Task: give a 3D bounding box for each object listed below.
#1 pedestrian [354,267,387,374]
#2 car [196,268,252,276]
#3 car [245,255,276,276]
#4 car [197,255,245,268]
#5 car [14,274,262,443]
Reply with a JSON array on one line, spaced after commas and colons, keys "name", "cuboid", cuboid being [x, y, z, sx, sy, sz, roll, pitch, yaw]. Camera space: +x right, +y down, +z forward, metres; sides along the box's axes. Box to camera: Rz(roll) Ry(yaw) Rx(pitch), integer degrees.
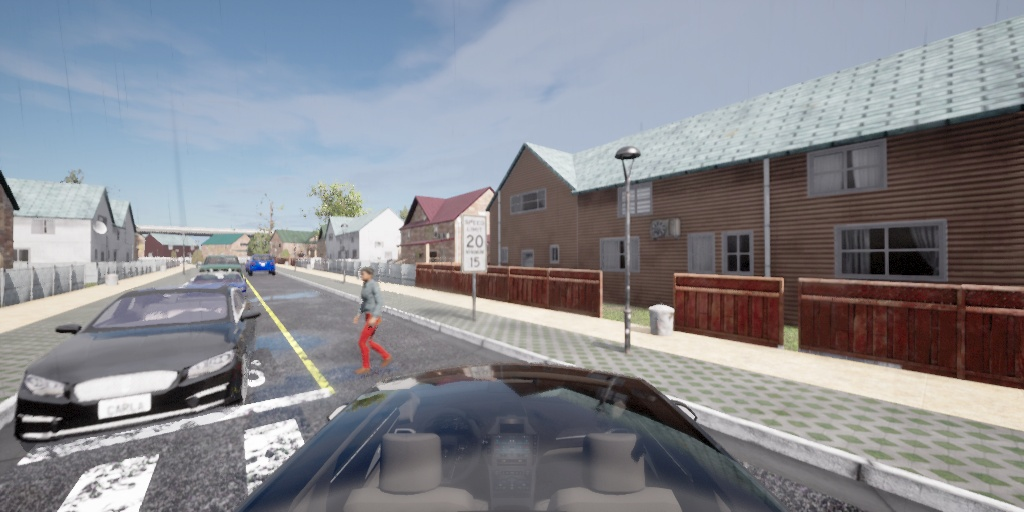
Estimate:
[{"name": "pedestrian", "cuboid": [-2.446, 1.039, 6.130, 0.375, 1.860, 0.375, 1, -1, -38]}, {"name": "car", "cuboid": [-12.295, 1.335, 15.031, 1.895, 1.301, 4.718, 0, 0, -38]}, {"name": "car", "cuboid": [-25.528, 0.918, 36.484, 2.150, 2.045, 5.566, 0, 0, -38]}, {"name": "car", "cuboid": [-19.377, 0.942, 23.987, 2.150, 2.045, 5.566, 0, 0, -37]}, {"name": "car", "cuboid": [-5.217, 1.238, 5.645, 2.128, 1.511, 4.902, 0, 0, -33]}]
